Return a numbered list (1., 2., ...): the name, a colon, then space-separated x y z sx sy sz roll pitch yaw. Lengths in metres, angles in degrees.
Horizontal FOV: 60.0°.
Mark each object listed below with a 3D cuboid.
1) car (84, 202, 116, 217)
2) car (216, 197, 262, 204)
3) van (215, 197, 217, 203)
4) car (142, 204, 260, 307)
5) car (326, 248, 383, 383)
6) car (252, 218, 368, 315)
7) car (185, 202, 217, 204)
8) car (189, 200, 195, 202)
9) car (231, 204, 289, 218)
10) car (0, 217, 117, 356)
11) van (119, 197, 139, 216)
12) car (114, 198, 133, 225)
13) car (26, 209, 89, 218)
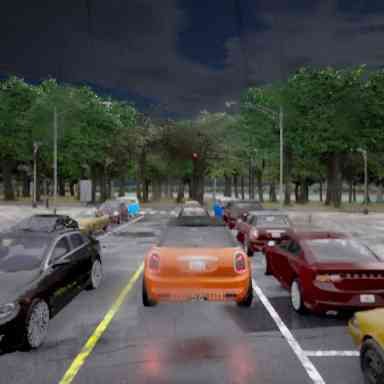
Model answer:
1. car: -5.753 1.515 18.176 1.752 1.417 4.829 0 0 0
2. car: 2.772 1.305 18.340 2.192 1.841 5.009 0 0 0
3. van: 2.776 1.328 23.777 1.690 1.788 3.998 0 0 0
4. car: 0.104 1.347 8.136 2.097 1.767 4.553 0 0 0
5. car: 2.762 1.524 2.197 1.752 1.417 4.829 0 0 0
6. car: 2.765 1.540 7.465 1.887 1.381 4.507 0 0 0
7. car: 0.109 1.482 17.350 2.128 1.511 4.902 0 0 0
8. car: 0.015 1.442 27.295 1.801 1.575 5.366 0 0 1
9. car: 2.769 1.432 12.902 1.967 1.590 4.097 0 0 0
10. car: -3.094 1.487 6.253 2.128 1.511 4.902 0 0 0
11. van: -5.746 1.326 29.221 1.690 1.788 3.998 0 0 0
12. car: -5.749 1.428 23.783 1.967 1.590 4.097 0 0 0
13. car: -5.756 1.558 12.908 1.947 1.339 4.313 0 0 0
